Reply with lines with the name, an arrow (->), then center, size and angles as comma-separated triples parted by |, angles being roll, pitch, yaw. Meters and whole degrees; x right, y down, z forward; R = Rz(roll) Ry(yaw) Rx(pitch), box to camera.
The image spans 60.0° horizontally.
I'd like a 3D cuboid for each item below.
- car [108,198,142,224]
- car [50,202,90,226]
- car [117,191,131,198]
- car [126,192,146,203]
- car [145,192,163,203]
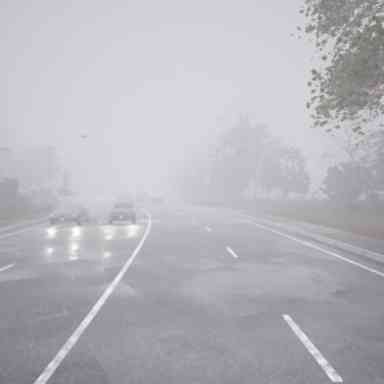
car -> -4.886, 1.412, 24.100 | 1.837, 1.490, 4.892 | 0, 0, -6
car -> -8.289, 1.438, 22.970 | 1.812, 1.442, 4.674 | 0, 0, -6
car -> -14.210, 0.811, 69.969 | 2.150, 2.045, 5.566 | 0, 0, -26
car -> -10.220, 1.282, 60.519 | 1.812, 1.442, 4.674 | 0, 0, -22
car -> -6.902, 1.234, 61.635 | 1.882, 1.535, 5.008 | 0, 0, -22
